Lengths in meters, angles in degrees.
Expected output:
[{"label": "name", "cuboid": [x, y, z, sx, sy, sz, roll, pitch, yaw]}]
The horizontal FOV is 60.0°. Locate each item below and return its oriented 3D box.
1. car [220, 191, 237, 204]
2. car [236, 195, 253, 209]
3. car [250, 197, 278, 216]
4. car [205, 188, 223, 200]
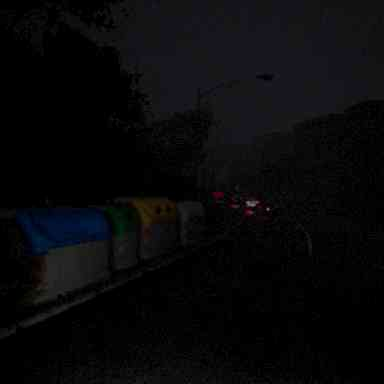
[{"label": "car", "cuboid": [6.249, 1.025, 51.215, 1.812, 1.442, 4.674, -1, 3, -13]}, {"label": "car", "cuboid": [7.254, 1.333, 42.114, 1.812, 1.442, 4.674, 0, 1, -3]}, {"label": "car", "cuboid": [7.110, 1.520, 32.221, 1.994, 1.385, 4.181, 1, 0, 5]}, {"label": "car", "cuboid": [4.016, 0.223, 60.673, 2.150, 2.045, 5.566, -1, 4, -15]}]
